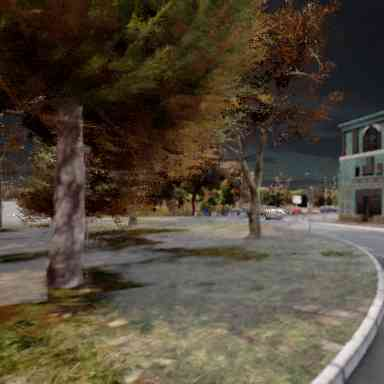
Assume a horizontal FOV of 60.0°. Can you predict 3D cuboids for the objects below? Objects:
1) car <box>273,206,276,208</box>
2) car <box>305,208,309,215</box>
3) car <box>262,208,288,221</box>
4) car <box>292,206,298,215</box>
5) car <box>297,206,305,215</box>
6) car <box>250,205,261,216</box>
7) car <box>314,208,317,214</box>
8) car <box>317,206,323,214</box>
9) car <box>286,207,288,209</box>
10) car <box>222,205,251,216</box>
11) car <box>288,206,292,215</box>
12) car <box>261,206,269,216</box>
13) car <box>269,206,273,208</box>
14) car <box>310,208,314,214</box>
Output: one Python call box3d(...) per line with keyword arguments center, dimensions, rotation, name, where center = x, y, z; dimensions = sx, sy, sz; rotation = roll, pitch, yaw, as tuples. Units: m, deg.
box3d(center=(15.735, 4.304, 71.905), dimensions=(5.366, 1.575, 1.946), rotation=(0, -2, 21), name="car")
box3d(center=(25.793, 4.852, 82.958), dimensions=(4.892, 1.521, 2.231), rotation=(0, -2, 22), name="car")
box3d(center=(11.432, 3.263, 45.562), dimensions=(1.994, 1.385, 4.181), rotation=(0, -3, 25), name="car")
box3d(center=(21.787, 4.694, 78.539), dimensions=(4.792, 1.488, 2.163), rotation=(0, -2, 22), name="car")
box3d(center=(23.777, 4.511, 80.760), dimensions=(5.566, 2.045, 2.435), rotation=(0, -2, 22), name="car")
box3d(center=(10.077, 3.626, 65.118), dimensions=(5.566, 2.045, 2.435), rotation=(0, -3, 20), name="car")
box3d(center=(29.788, 4.875, 87.351), dimensions=(4.553, 1.767, 2.185), rotation=(0, -2, 23), name="car")
box3d(center=(31.659, 5.069, 89.581), dimensions=(5.366, 1.575, 1.946), rotation=(0, -1, 23), name="car")
box3d(center=(17.905, 4.186, 74.089), dimensions=(5.566, 2.045, 2.435), rotation=(0, -3, 21), name="car")
box3d(center=(8.181, 3.732, 62.833), dimensions=(4.892, 1.521, 2.231), rotation=(0, -3, 20), name="car")
box3d(center=(19.870, 4.430, 76.306), dimensions=(4.553, 1.767, 2.185), rotation=(0, -2, 21), name="car")
box3d(center=(12.065, 3.773, 67.364), dimensions=(5.566, 2.045, 2.435), rotation=(0, -3, 20), name="car")
box3d(center=(13.941, 4.043, 69.623), dimensions=(4.553, 1.767, 2.185), rotation=(0, -3, 21), name="car")
box3d(center=(27.804, 4.928, 85.142), dimensions=(5.008, 1.535, 2.097), rotation=(0, -1, 22), name="car")
